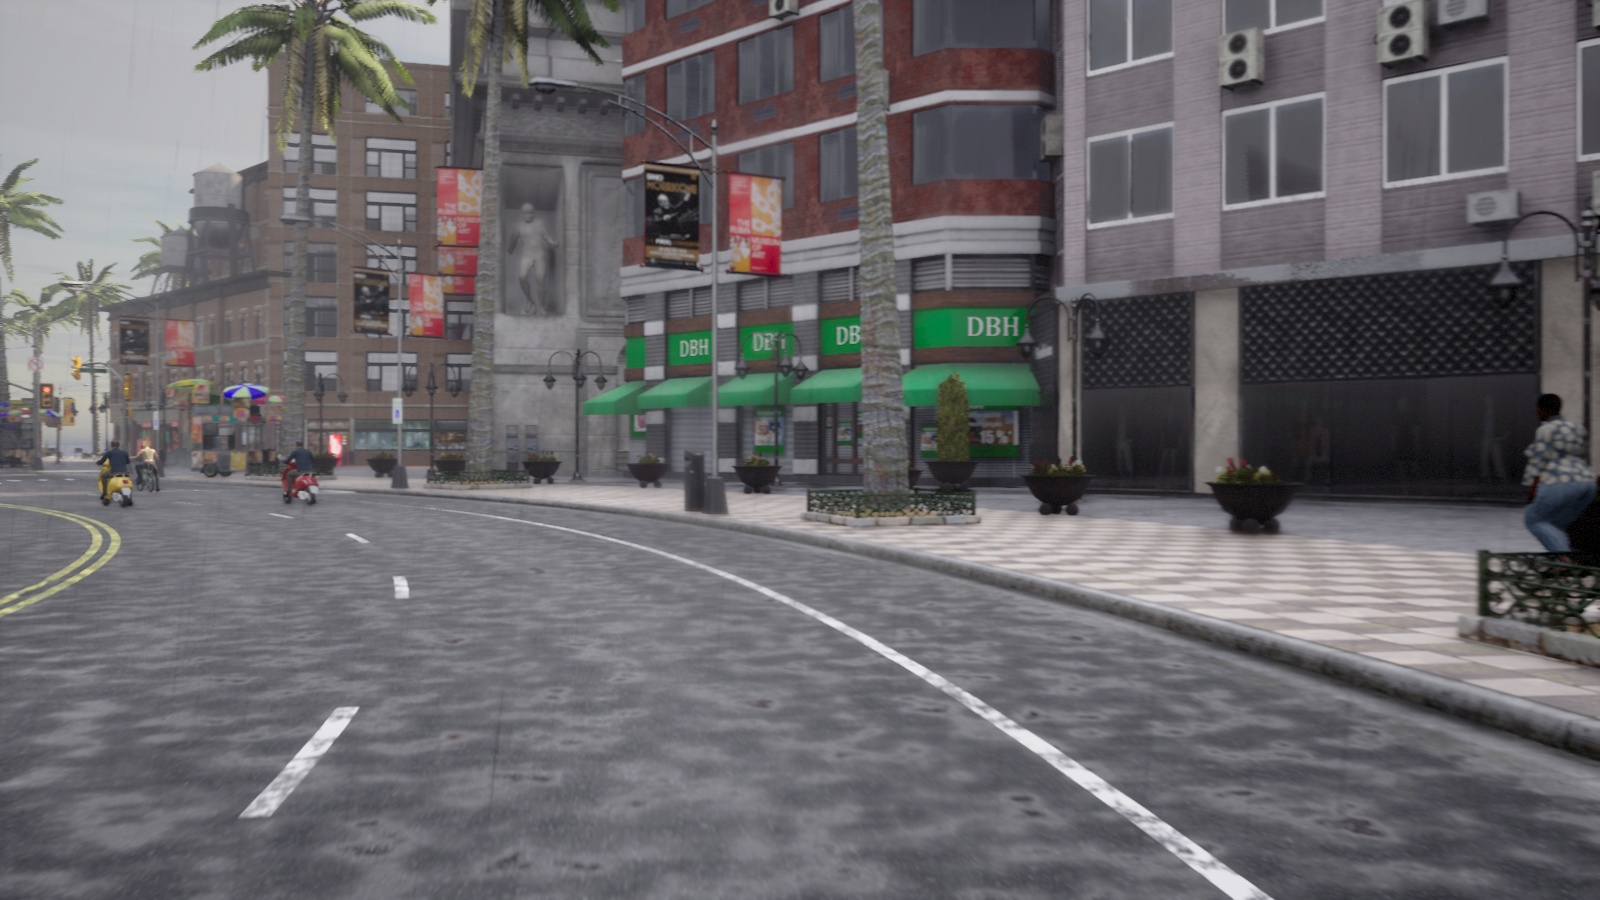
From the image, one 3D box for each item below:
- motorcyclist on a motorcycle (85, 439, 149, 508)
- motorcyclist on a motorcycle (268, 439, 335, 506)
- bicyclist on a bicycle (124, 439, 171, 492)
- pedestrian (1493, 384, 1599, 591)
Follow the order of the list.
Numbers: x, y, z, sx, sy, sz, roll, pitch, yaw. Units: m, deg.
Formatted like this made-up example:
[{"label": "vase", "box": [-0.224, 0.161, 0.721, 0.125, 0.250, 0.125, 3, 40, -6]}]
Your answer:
[{"label": "motorcyclist on a motorcycle", "box": [-16.432, 0.540, 30.190, 1.817, 1.590, 0.866, 0, 0, 45]}, {"label": "motorcyclist on a motorcycle", "box": [-12.332, 0.534, 31.045, 1.817, 1.590, 0.866, 0, 0, 45]}, {"label": "bicyclist on a bicycle", "box": [-20.388, 0.474, 39.236, 1.509, 1.612, 0.866, 0, 0, 45]}, {"label": "pedestrian", "box": [7.252, 0.335, 11.846, 0.874, 1.855, 0.900, 0, 0, -21]}]
